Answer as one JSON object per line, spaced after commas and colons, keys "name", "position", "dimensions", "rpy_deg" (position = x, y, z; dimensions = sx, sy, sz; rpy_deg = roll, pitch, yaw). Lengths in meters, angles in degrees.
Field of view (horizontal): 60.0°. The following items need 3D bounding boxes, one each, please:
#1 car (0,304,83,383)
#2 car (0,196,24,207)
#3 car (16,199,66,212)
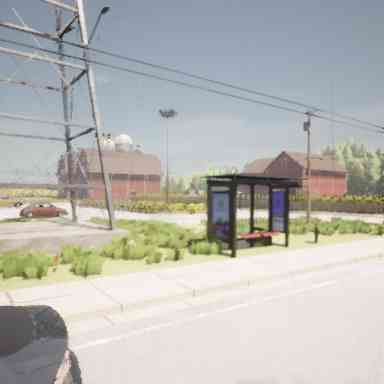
{"name": "car", "position": [-3.115, 1.509, 1.702], "dimensions": [4.902, 1.511, 2.128], "rpy_deg": [0, 0, -32]}
{"name": "car", "position": [-26.605, 1.375, 47.870], "dimensions": [4.605, 1.855, 1.932], "rpy_deg": [1, 0, -36]}
{"name": "car", "position": [-13.195, 1.590, 29.828], "dimensions": [3.905, 1.438, 1.784], "rpy_deg": [1, 0, -36]}
